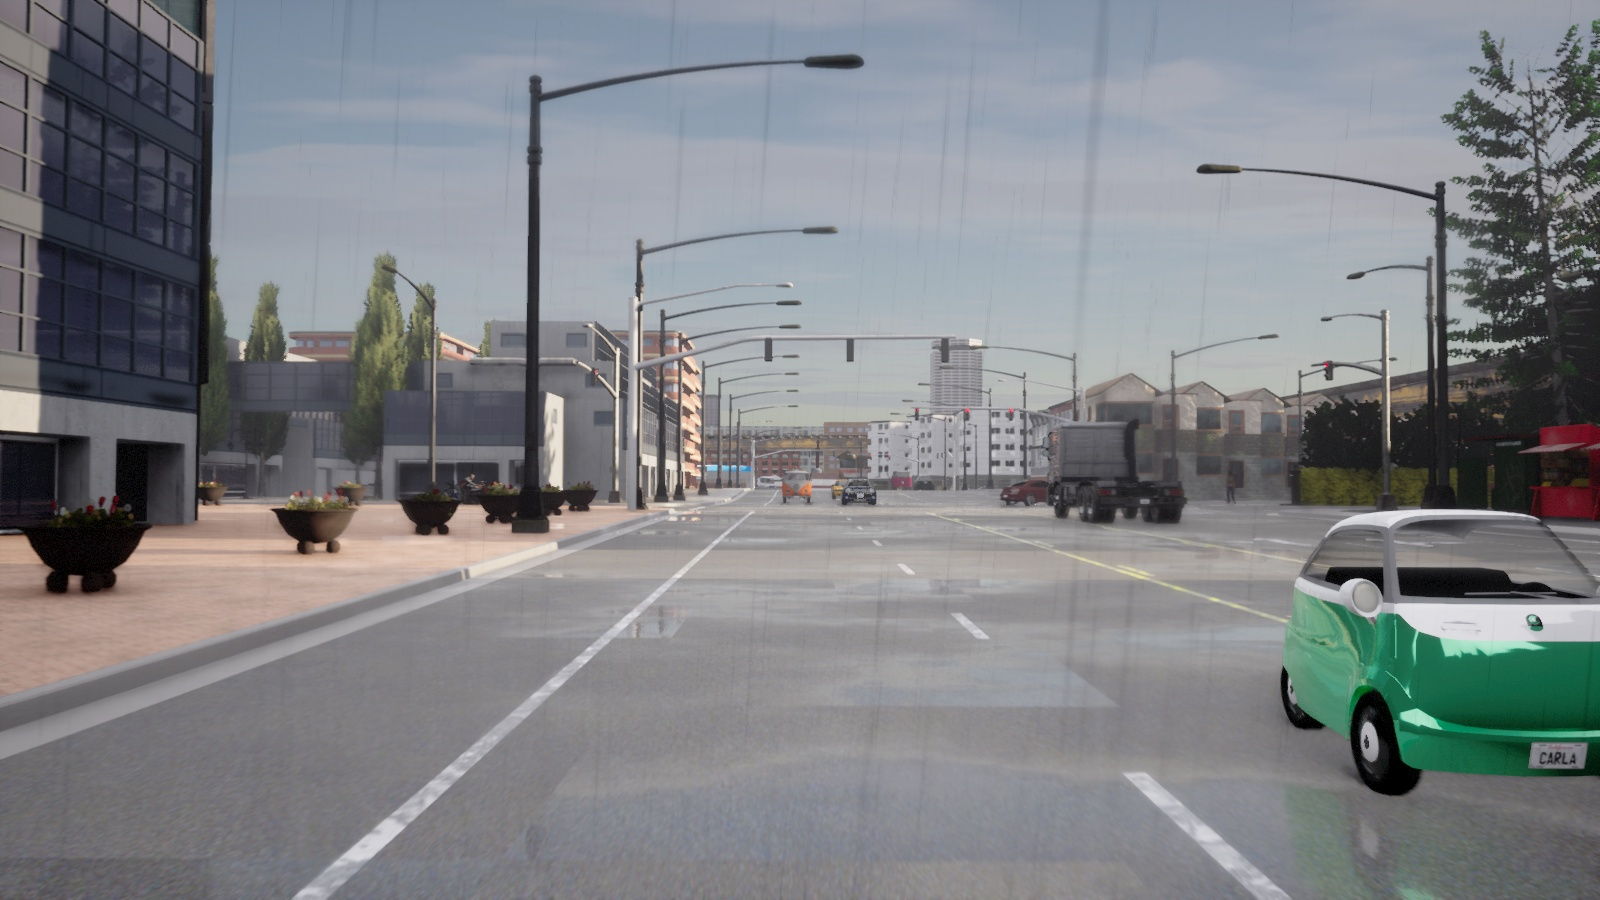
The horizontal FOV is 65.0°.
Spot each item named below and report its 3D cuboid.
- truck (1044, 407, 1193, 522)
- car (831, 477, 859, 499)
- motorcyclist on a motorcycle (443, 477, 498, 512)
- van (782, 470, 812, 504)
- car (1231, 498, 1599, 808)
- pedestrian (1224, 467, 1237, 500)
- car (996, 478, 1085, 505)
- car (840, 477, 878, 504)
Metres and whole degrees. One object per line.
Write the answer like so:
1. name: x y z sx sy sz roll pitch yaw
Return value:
1. truck: 10.396 0.527 41.929 2.891 3.462 7.936 0 -1 0
2. car: 3.282 2.770 92.143 1.801 1.575 5.366 0 -1 0
3. motorcyclist on a motorcycle: -14.580 1.960 55.535 2.191 1.530 0.866 0 -2 0
4. van: -0.182 2.246 76.473 1.775 1.987 4.442 0 -2 0
5. car: 3.484 0.972 6.859 1.481 1.376 2.207 0 -1 0
6. pedestrian: 23.320 1.821 68.030 0.328 1.805 0.869 -2 -3 44
7. car: 13.183 2.252 68.791 4.674 1.442 1.812 1 -2 -28
8. car: 3.332 2.304 71.106 1.970 1.475 3.806 0 -2 0
